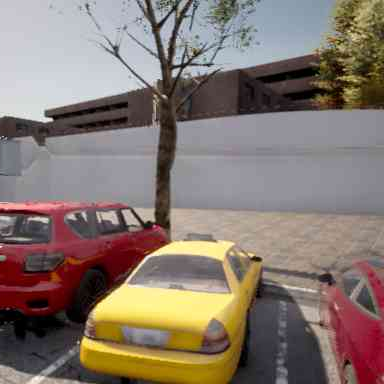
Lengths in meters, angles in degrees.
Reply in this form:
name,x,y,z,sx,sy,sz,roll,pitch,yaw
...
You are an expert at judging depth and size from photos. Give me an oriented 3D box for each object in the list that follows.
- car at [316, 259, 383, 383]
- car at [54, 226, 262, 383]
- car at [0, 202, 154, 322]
name,x,y,z,sx,sy,sz,roll,pitch,yaw
car,2.603,1.527,3.934,2.002,1.452,4.674,0,-1,15
car,0.204,1.485,5.855,1.946,1.575,5.366,0,-1,15
car,-2.289,1.233,7.439,2.435,2.045,5.566,0,-1,15
